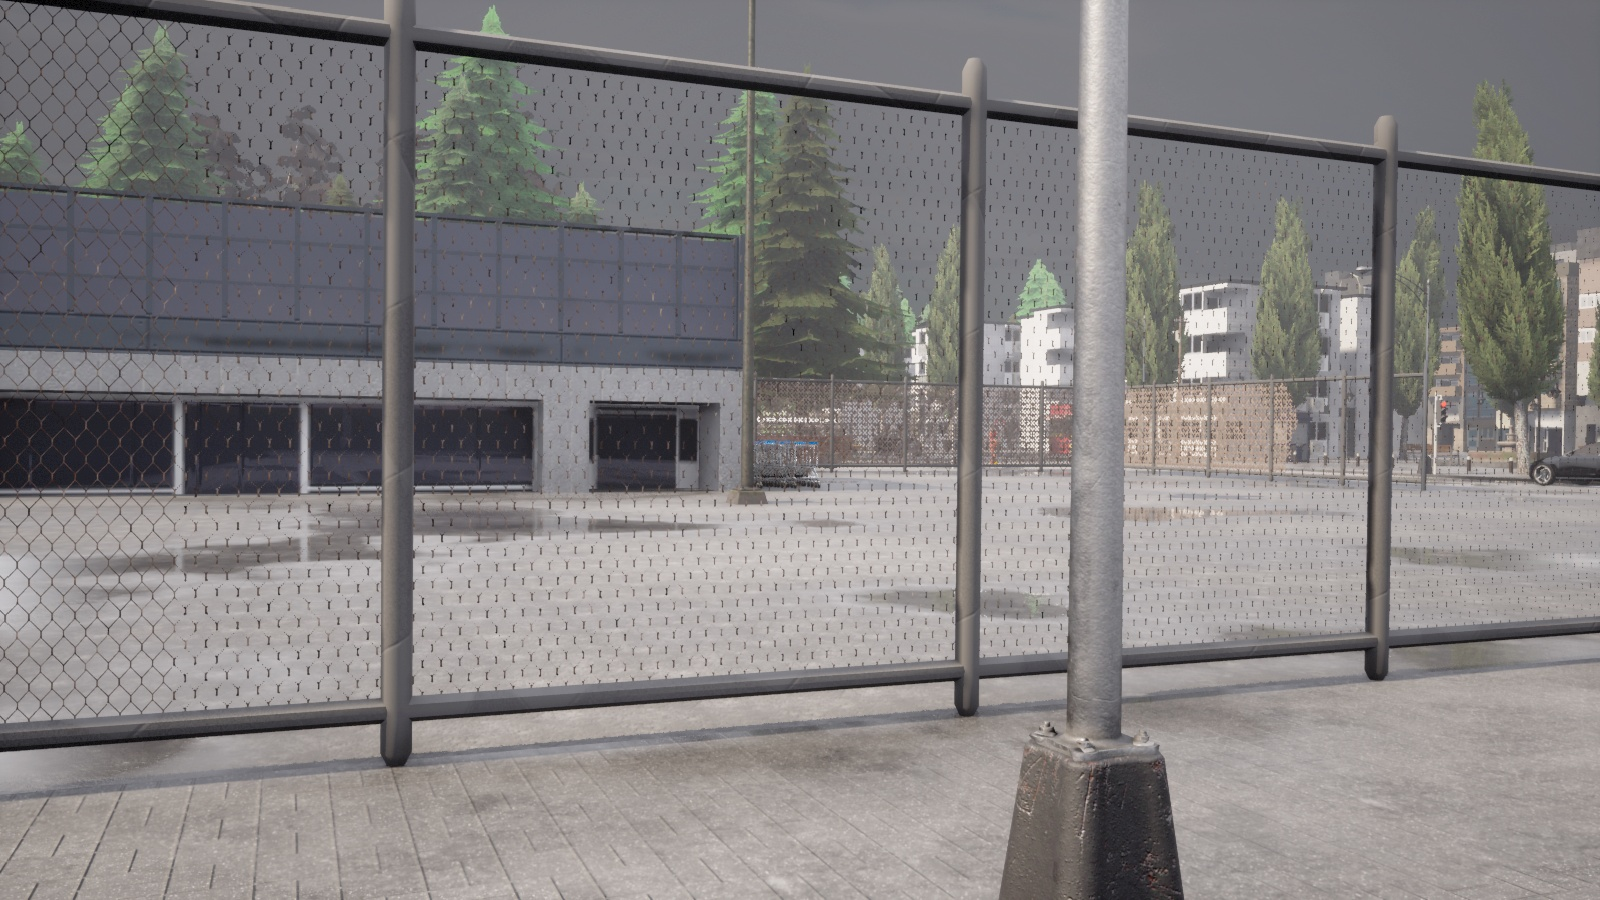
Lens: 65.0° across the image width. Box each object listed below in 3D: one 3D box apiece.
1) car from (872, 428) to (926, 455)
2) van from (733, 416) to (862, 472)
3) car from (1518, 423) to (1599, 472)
[{"bbox_3d":[5.938,-0.520,75.749,1.789,1.549,3.705,-1,1,-21],"label":"car"},{"bbox_3d":[-0.105,-0.262,48.401,4.480,2.038,2.069,-1,1,-23],"label":"van"},{"bbox_3d":[25.242,-0.109,39.003,2.163,1.488,4.792,-1,1,-22],"label":"car"}]
